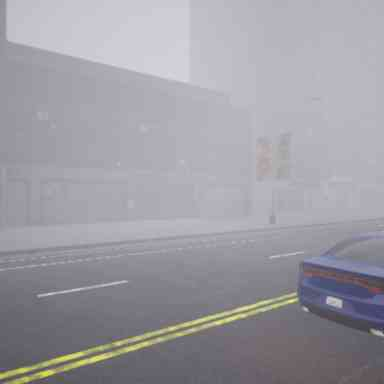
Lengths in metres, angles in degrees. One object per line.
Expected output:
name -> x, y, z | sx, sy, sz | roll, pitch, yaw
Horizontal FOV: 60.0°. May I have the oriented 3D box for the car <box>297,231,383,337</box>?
car -> 4.129, 1.488, 6.387 | 5.008, 1.535, 1.882 | 0, 0, -36
